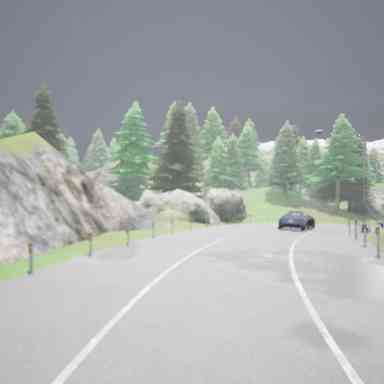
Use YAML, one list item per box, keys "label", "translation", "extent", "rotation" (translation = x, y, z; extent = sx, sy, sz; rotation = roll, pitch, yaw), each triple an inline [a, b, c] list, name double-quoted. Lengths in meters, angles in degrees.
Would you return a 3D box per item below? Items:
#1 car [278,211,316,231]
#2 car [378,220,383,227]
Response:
- label: "car"
  translation: [8.114, 2.158, 25.471]
  extent: [1.994, 1.385, 4.181]
  rotation: [1, -2, 32]
- label: "car"
  translation: [25.765, 3.957, 41.968]
  extent: [4.718, 1.301, 1.895]
  rotation: [6, -2, -29]
